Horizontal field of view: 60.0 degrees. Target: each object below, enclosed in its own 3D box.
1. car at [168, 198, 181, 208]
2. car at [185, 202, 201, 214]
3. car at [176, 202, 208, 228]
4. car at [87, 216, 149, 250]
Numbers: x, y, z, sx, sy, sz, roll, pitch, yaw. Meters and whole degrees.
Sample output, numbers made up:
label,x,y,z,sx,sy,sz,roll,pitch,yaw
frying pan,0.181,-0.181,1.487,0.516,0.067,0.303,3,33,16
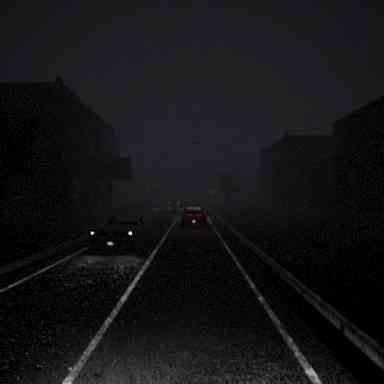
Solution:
label,x,y,z,sx,sy,sz,roll,pitch,yaw
car,-2.980,1.831,57.061,2.097,1.767,4.553,0,0,1
car,0.153,1.992,41.795,1.895,1.301,4.718,0,0,0
car,0.131,1.746,24.354,2.128,1.511,4.902,0,0,0
car,-3.078,1.725,14.737,1.895,1.301,4.718,1,-2,0
